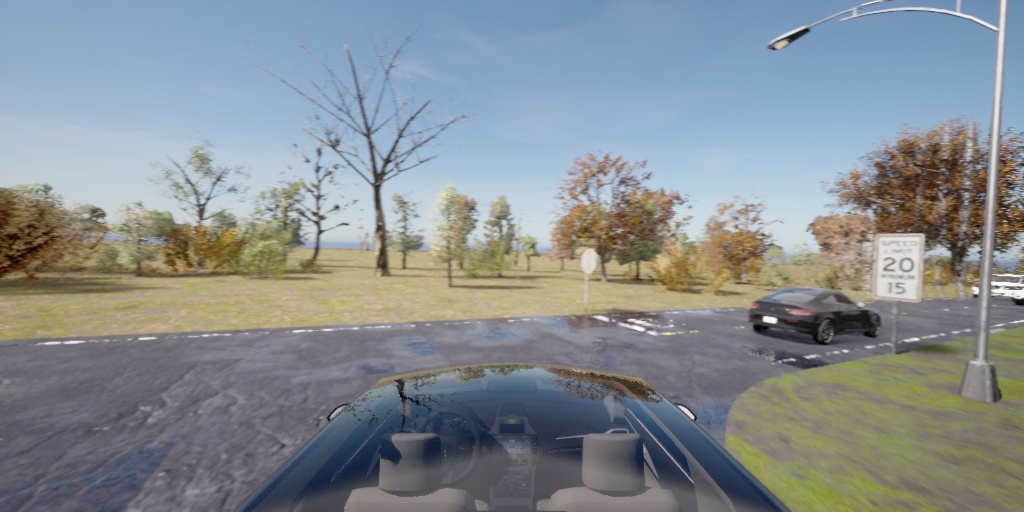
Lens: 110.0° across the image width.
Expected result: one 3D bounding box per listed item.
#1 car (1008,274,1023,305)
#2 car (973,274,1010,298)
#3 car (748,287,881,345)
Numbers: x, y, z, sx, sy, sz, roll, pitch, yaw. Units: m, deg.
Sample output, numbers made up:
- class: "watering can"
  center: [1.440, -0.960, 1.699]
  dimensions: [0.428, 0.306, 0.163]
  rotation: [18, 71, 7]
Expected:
- class: "car"
  center: [36.298, 2.404, 24.165]
  dimensions: [5.566, 2.045, 2.150]
  rotation: [2, 1, -25]
- class: "car"
  center: [39.643, 2.482, 28.905]
  dimensions: [5.566, 2.045, 2.150]
  rotation: [2, 1, -26]
- class: "car"
  center: [9.257, 1.693, 10.993]
  dimensions: [4.674, 1.442, 1.812]
  rotation: [2, 1, -26]
